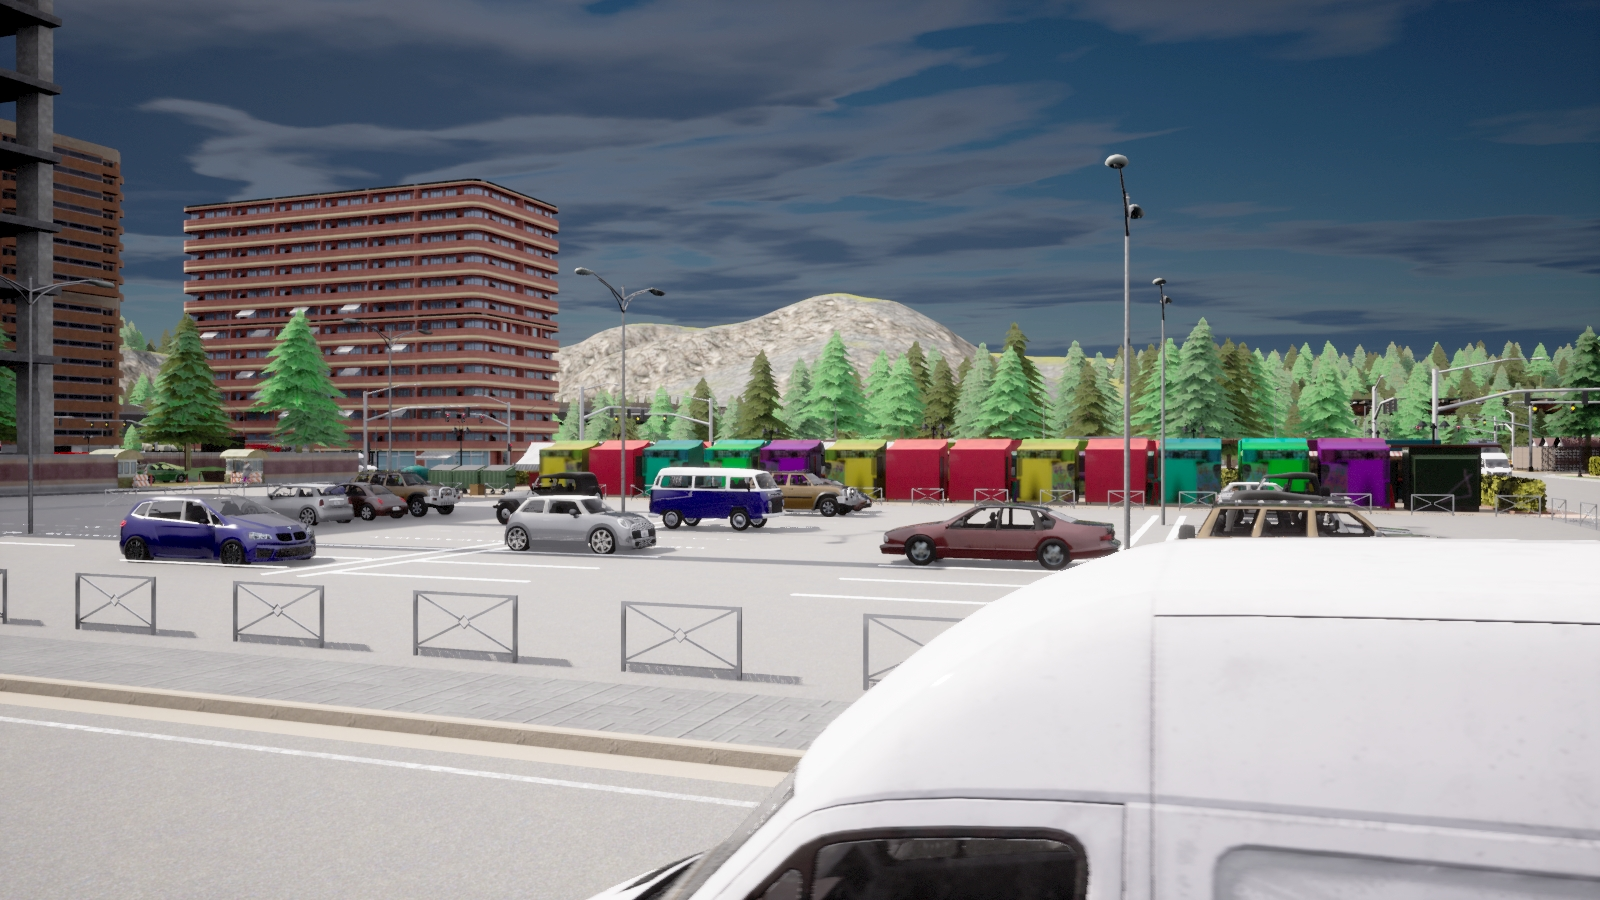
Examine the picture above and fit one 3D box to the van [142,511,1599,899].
[{"bbox_3d":[1.463,1.534,2.800,5.915,2.561,1.988,0,0,20],"label":"van"}]
